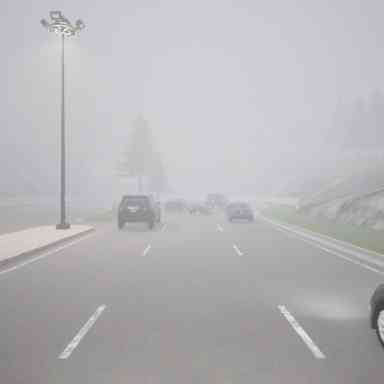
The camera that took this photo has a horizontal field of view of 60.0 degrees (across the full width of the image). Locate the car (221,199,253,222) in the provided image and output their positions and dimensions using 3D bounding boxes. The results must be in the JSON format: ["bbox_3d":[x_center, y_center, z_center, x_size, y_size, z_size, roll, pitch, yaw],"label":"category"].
[{"bbox_3d":[3.700,1.547,26.593,2.033,1.411,5.357,0,0,2],"label":"car"}]

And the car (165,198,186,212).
[{"bbox_3d":[-1.671,1.478,38.904,1.882,1.535,5.008,0,0,13],"label":"car"}]

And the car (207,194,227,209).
[{"bbox_3d":[3.331,1.221,44.204,2.150,2.045,5.566,0,0,16],"label":"car"}]

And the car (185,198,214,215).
[{"bbox_3d":[0.881,1.601,34.136,1.895,1.301,4.718,0,0,8],"label":"car"}]

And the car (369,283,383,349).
[{"bbox_3d":[3.600,1.503,3.095,1.837,1.490,4.892,0,0,0],"label":"car"}]

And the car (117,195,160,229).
[{"bbox_3d":[-3.382,1.217,21.975,2.150,2.045,5.566,0,-1,0],"label":"car"}]
